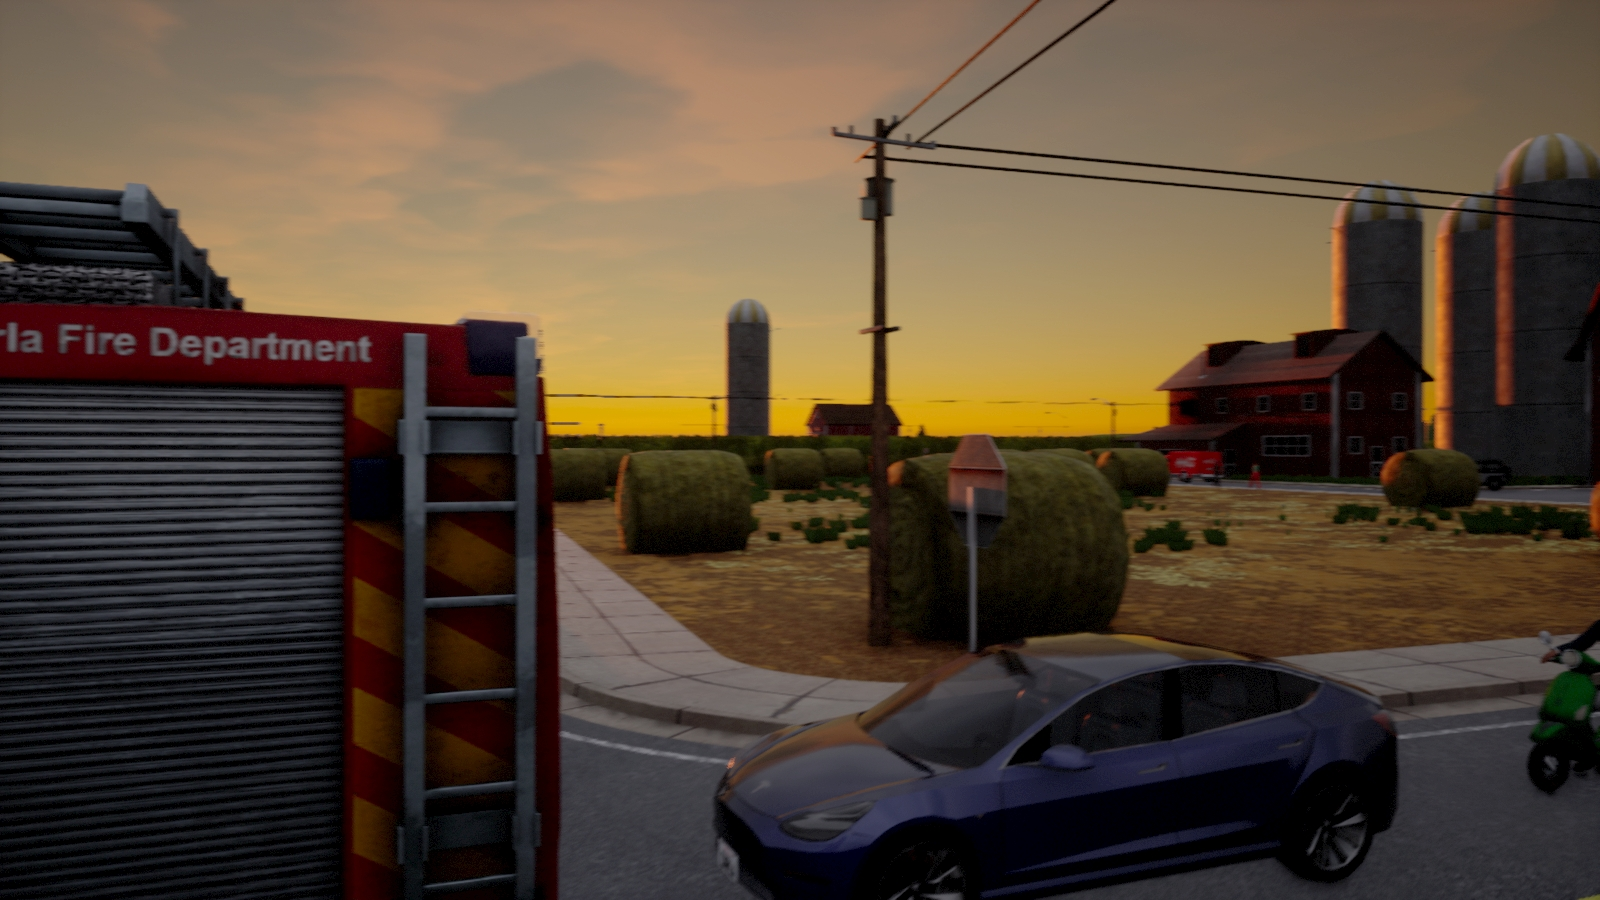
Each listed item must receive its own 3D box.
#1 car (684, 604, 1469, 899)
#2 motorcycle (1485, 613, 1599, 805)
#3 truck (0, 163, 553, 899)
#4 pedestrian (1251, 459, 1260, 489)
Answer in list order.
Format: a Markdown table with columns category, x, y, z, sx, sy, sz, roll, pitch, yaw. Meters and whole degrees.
| category | x | y | z | sx | sy | sz | roll | pitch | yaw |
| --- | --- | --- | --- | --- | --- | --- | --- | --- | --- |
| car | 1.829 | 2.037 | 7.739 | 4.792 | 1.488 | 2.163 | 0 | 0 | -22 |
| motorcycle | 6.830 | 2.115 | 9.635 | 1.805 | 1.316 | 0.856 | 0 | 0 | -20 |
| truck | -3.964 | 0.840 | 8.332 | 2.891 | 3.827 | 8.468 | 0 | 0 | -21 |
| pedestrian | 28.615 | 1.491 | 71.717 | 0.375 | 1.860 | 0.375 | 0 | 0 | -17 |
